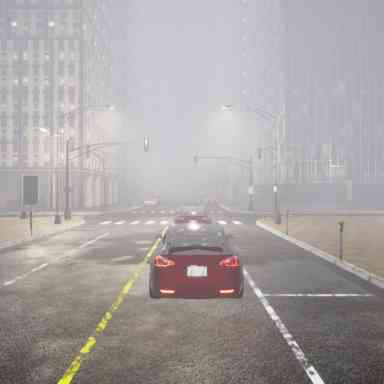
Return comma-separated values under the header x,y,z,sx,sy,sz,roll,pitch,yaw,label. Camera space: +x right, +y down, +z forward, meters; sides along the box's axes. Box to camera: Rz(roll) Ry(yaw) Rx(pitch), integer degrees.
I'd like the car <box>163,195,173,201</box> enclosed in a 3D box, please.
x,y,z,sx,sy,sz,roll,pitch,yaw,label
-5.881,1.425,82.252,2.008,1.369,4.403,0,0,0,car

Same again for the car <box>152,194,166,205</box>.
x,y,z,sx,sy,sz,roll,pitch,yaw,label
-5.913,1.261,53.875,2.192,1.841,5.009,0,0,0,car

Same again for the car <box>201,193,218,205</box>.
x,y,z,sx,sy,sz,roll,pitch,yaw,label
2.710,1.398,48.216,1.967,1.590,4.097,0,0,0,car

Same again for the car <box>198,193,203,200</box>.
x,y,z,sx,sy,sz,roll,pitch,yaw,label
2.528,1.220,70.917,2.192,1.841,5.009,0,0,0,car

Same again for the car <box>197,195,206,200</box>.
x,y,z,sx,sy,sz,roll,pitch,yaw,label
2.486,1.407,87.940,2.008,1.369,4.403,0,0,0,car

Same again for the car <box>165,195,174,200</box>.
x,y,z,sx,sy,sz,roll,pitch,yaw,label
-5.894,1.407,87.928,2.008,1.369,4.403,0,0,0,car

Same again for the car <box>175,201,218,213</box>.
x,y,z,sx,sy,sz,roll,pitch,yaw,label
0.048,1.496,18.452,2.163,1.488,4.792,0,0,0,car

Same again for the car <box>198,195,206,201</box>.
x,y,z,sx,sy,sz,roll,pitch,yaw,label
2.500,1.419,82.266,1.887,1.381,4.507,0,0,0,car

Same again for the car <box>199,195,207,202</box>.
x,y,z,sx,sy,sz,roll,pitch,yaw,label
2.513,1.415,76.762,1.752,1.417,4.829,0,0,0,car

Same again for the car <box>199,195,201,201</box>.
x,y,z,sx,sy,sz,roll,pitch,yaw,label
2.665,1.497,53.895,2.008,1.369,4.403,0,0,0,car

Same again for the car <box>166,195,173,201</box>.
x,y,z,sx,sy,sz,roll,pitch,yaw,label
-5.868,1.435,76.577,1.887,1.381,4.507,0,0,0,car

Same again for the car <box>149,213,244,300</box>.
x,y,z,sx,sy,sz,roll,pitch,yaw,label
0.079,1.502,8.457,2.163,1.488,4.792,0,0,0,car

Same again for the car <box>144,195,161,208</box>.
x,y,z,sx,sy,sz,roll,pitch,yaw,label
-5.930,1.483,48.027,1.752,1.417,4.829,0,0,0,car
